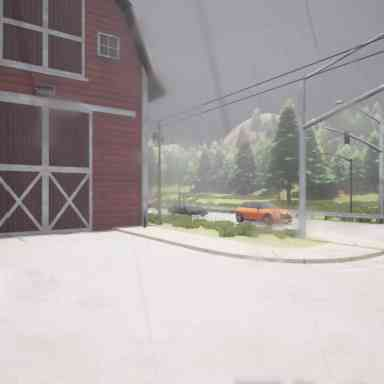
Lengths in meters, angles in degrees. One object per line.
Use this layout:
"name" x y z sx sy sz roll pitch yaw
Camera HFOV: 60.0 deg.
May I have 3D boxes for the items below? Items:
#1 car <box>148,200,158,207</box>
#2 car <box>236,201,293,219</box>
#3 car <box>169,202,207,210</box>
"car" -6.558 1.850 49.597 1.812 1.442 4.674 0 0 -34
"car" 5.473 1.526 25.612 2.097 1.767 4.553 0 0 -34
"car" -0.522 1.778 34.384 2.033 1.411 5.357 0 0 -34
